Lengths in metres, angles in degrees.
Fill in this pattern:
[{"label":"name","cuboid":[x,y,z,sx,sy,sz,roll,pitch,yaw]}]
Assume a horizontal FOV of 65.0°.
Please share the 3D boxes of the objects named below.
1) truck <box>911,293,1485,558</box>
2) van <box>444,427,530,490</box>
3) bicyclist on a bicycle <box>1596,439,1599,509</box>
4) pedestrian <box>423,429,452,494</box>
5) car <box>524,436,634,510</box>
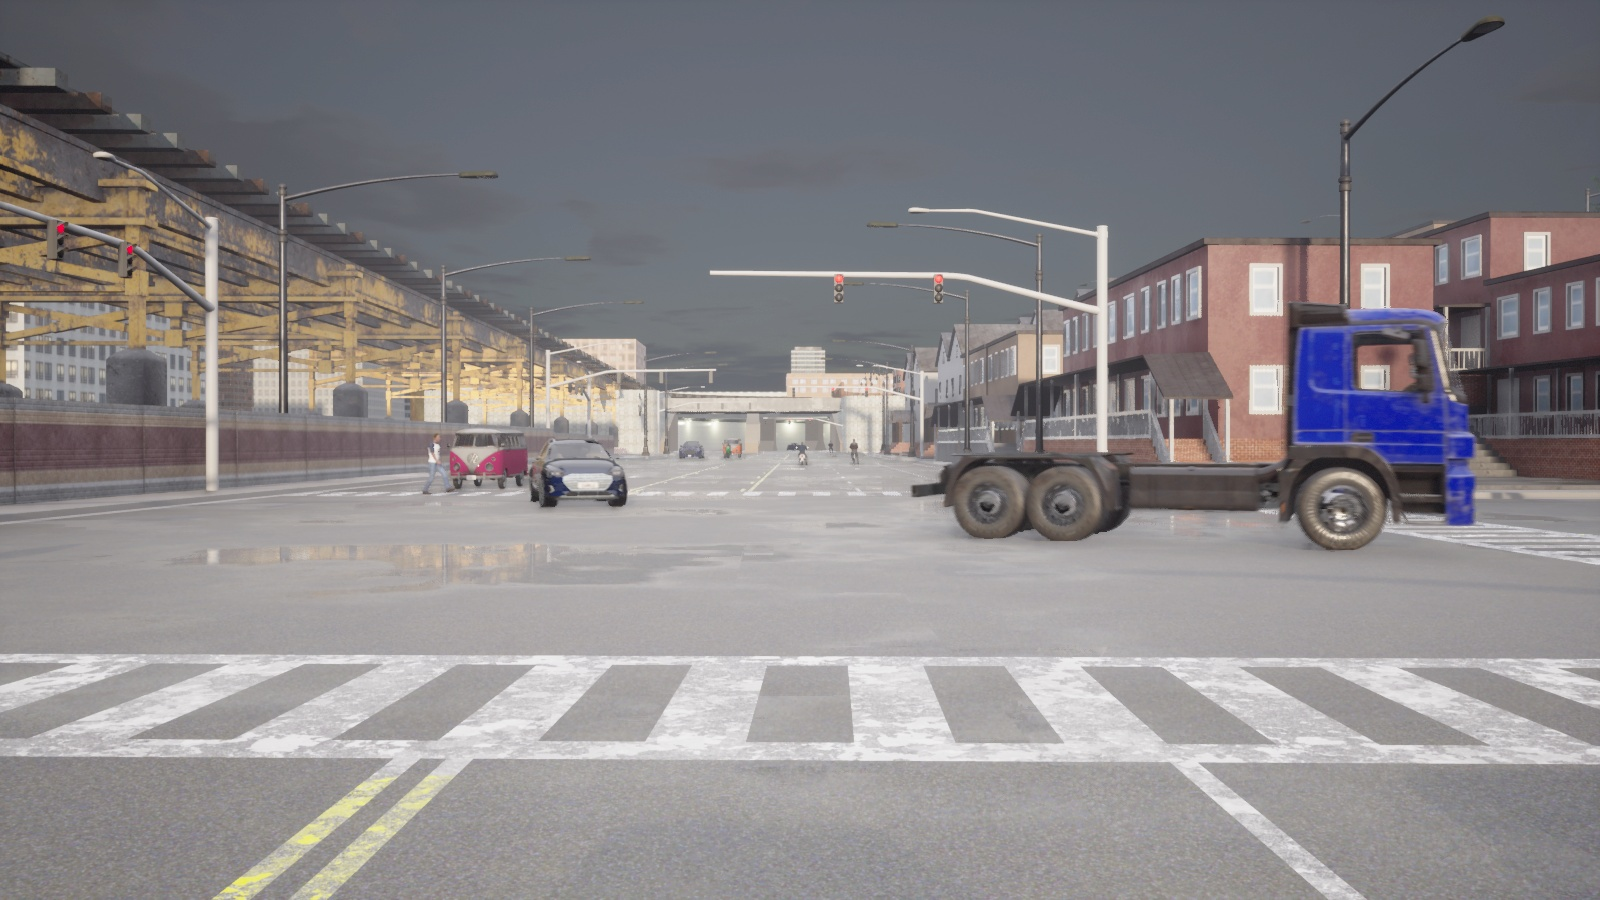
[{"label":"truck","cuboid":[5.958,-0.340,19.407,7.936,3.462,2.891,0,0,25]},{"label":"van","cuboid":[-10.417,0.251,42.120,1.775,1.987,4.442,0,1,0]},{"label":"bicyclist on a bicycle","cuboid":[19.281,0.552,28.819,1.656,1.620,0.582,0,0,0]},{"label":"pedestrian","cuboid":[-10.344,0.321,35.853,0.706,1.836,0.354,0,0,15]},{"label":"car","cuboid":[-5.476,0.499,30.637,2.033,1.649,4.856,0,0,-17]}]
